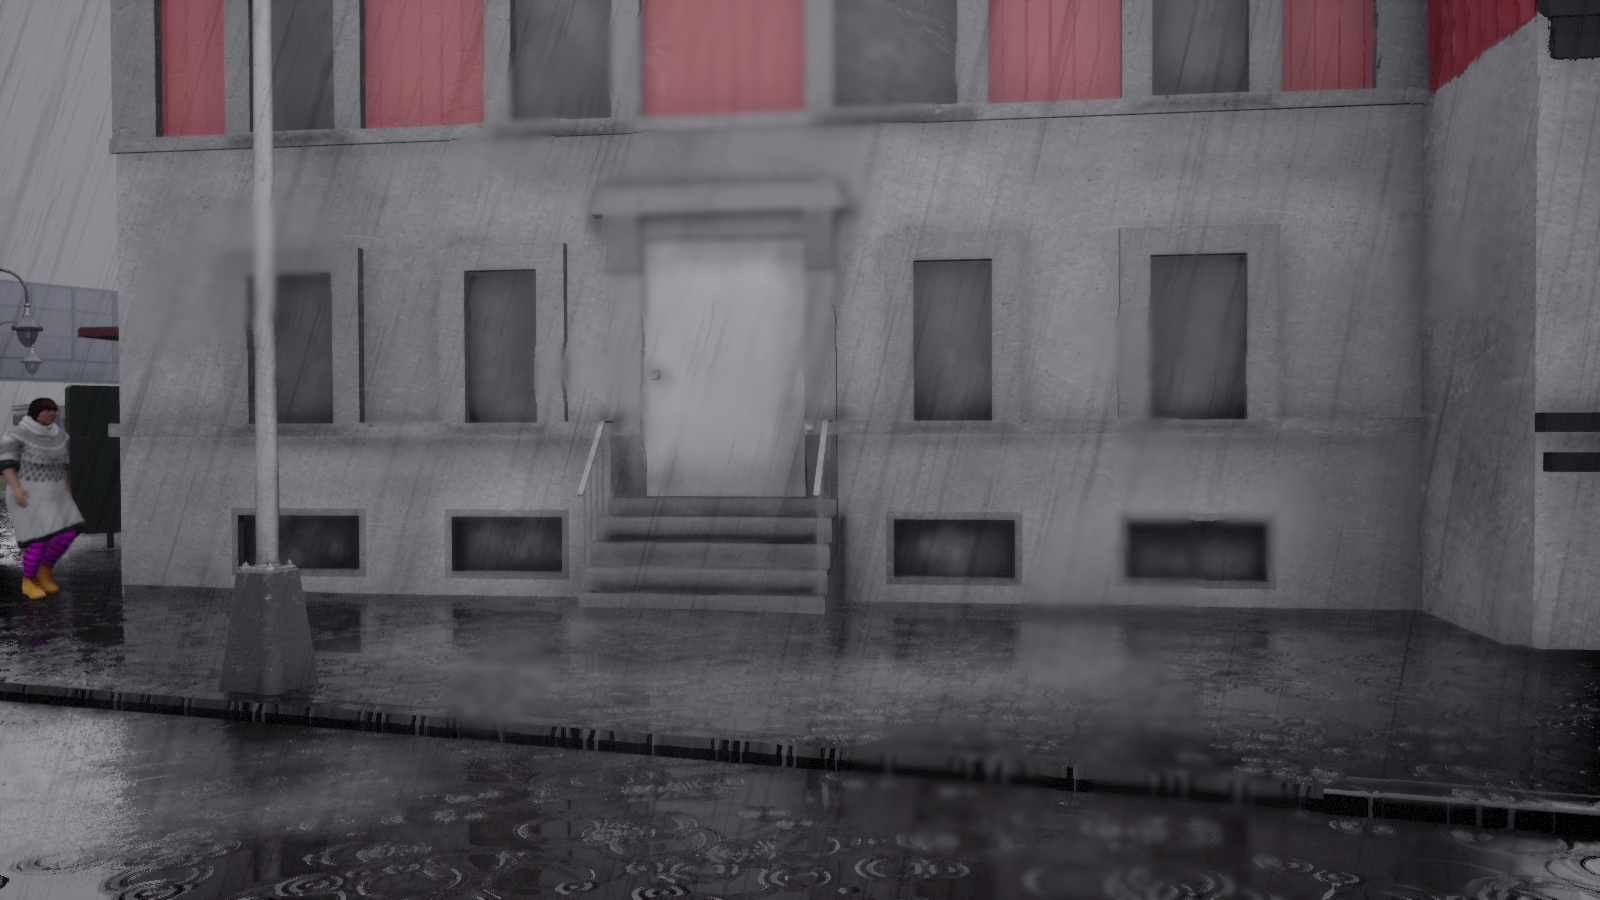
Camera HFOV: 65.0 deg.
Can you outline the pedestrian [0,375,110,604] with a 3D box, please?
[{"bbox_3d":[-6.768,0.332,11.194,0.873,1.952,0.659,1,1,22],"label":"pedestrian"}]
